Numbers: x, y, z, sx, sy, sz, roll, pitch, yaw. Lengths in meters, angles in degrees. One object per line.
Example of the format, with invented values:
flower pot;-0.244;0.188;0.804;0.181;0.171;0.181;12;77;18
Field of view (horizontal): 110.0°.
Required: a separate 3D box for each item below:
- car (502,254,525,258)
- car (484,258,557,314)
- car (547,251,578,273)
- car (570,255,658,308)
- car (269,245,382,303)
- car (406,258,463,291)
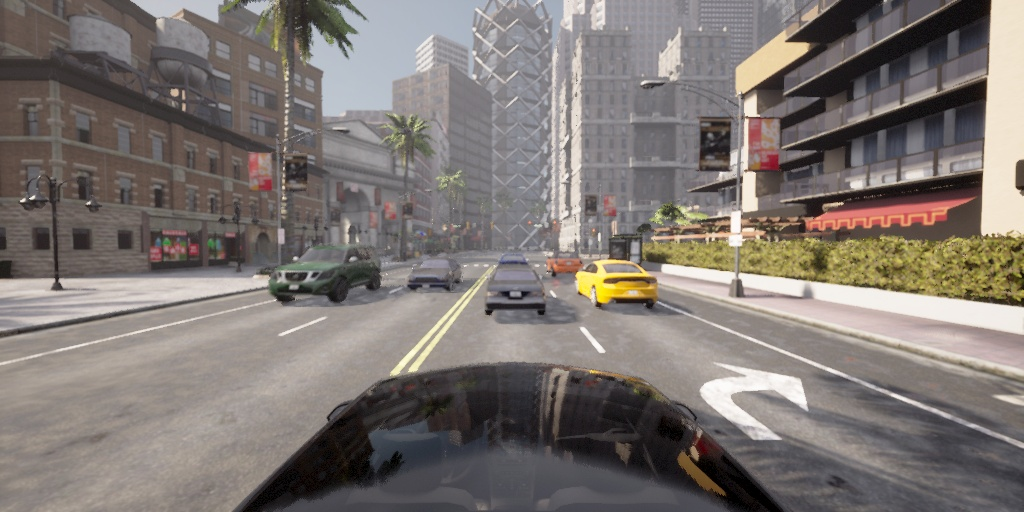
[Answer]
car;0.068;0.580;23.295;1.882;1.535;5.008;0;2;0
car;0.084;0.987;12.066;2.033;1.411;5.357;0;2;0
car;3.567;0.418;24.697;2.097;1.767;4.553;0;2;0
car;3.591;0.890;13.144;1.882;1.535;5.008;0;1;0
car;-7.111;0.579;14.454;2.150;2.045;5.566;0;2;0
car;-3.608;0.813;17.695;2.033;1.411;5.357;0;2;0
